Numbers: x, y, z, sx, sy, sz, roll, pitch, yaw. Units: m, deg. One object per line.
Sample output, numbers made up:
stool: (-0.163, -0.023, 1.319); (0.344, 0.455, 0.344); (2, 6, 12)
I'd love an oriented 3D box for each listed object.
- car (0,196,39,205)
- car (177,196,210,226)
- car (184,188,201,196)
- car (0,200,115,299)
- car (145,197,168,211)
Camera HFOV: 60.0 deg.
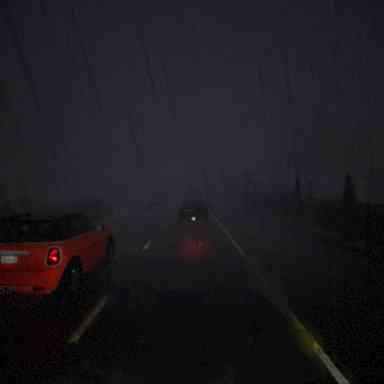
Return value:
car: (-14.061, 1.149, 27.406); (1.882, 1.535, 5.008); (0, 1, 0)
car: (0.095, 1.259, 21.464); (1.837, 1.490, 4.892); (0, 0, 0)
car: (0.084, 0.302, 41.665); (2.097, 1.767, 4.553); (0, 5, 0)
car: (-3.402, 1.256, 8.340); (2.097, 1.767, 4.553); (0, 1, 0)
car: (-3.408, 1.103, 32.801); (1.895, 1.301, 4.718); (0, 2, 0)
